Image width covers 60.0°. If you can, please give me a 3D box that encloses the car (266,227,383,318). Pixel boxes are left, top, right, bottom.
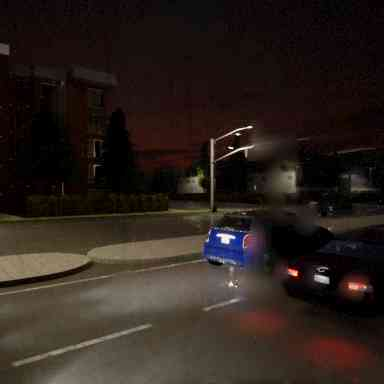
[{"bbox_3d":[4.204,1.547,7.281,5.357,1.411,2.033,0,0,-38],"label":"car"}]

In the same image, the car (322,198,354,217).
[{"bbox_3d":[12.344,1.352,29.293,4.553,1.767,2.097,0,0,-41],"label":"car"}]

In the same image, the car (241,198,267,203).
[{"bbox_3d":[10.598,1.601,57.581,1.895,1.301,4.718,0,0,-36],"label":"car"}]

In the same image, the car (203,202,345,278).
[{"bbox_3d":[2.583,1.352,10.462,4.553,1.767,2.097,0,0,-38],"label":"car"}]

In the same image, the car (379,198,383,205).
[{"bbox_3d":[33.362,1.352,55.900,4.553,1.767,2.097,0,0,-38],"label":"car"}]
